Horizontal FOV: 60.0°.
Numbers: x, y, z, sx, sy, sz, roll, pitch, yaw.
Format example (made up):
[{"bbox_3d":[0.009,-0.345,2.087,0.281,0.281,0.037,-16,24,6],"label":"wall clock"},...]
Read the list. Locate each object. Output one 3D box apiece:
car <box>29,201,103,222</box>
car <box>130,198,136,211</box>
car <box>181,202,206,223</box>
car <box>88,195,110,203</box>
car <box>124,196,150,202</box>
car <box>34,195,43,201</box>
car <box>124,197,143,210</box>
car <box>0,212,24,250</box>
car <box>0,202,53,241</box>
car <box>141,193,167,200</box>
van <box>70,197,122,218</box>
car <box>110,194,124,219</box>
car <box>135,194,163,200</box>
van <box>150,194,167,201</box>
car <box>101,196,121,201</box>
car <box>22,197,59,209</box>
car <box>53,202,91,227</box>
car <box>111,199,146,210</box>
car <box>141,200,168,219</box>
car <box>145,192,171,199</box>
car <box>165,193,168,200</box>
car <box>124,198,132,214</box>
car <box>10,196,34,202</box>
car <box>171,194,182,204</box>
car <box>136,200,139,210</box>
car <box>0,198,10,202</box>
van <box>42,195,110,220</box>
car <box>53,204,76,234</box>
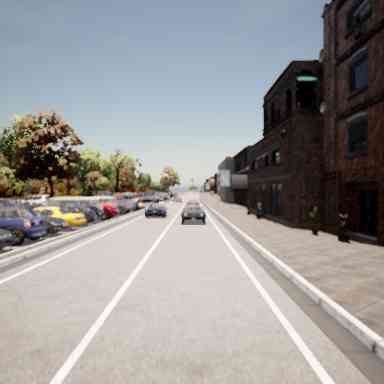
[{"bbox_3d":[-9.350,1.652,23.936,4.892,1.521,2.231,0,0,0],"label":"car"},{"bbox_3d":[-9.263,1.747,37.852,4.792,1.488,2.163,0,0,0],"label":"car"},{"bbox_3d":[0.125,1.743,27.069,1.895,1.301,4.718,0,0,0],"label":"car"},{"bbox_3d":[-21.830,1.572,77.887,4.553,1.767,2.185,0,0,0],"label":"car"},{"bbox_3d":[-9.068,1.753,46.200,5.366,1.575,1.946,0,0,0],"label":"car"},{"bbox_3d":[-22.378,1.616,43.355,4.553,1.767,2.185,0,0,0],"label":"car"},{"bbox_3d":[-9.296,1.773,43.418,4.792,1.488,2.163,0,0,0],"label":"car"},{"bbox_3d":[-9.411,1.634,12.802,4.674,1.452,2.002,0,0,0],"label":"car"},{"bbox_3d":[-9.364,1.484,15.586,4.553,1.767,2.185,0,0,0],"label":"car"},{"bbox_3d":[-9.447,1.704,80.658,5.366,1.575,1.946,0,0,0],"label":"car"},{"bbox_3d":[-9.202,1.465,32.162,4.442,1.987,1.878,0,0,0],"label":"van"},{"bbox_3d":[-9.303,1.427,29.503,5.566,2.045,2.435,0,0,0],"label":"car"},{"bbox_3d":[-9.353,1.713,72.179,4.792,1.488,2.163,0,0,0],"label":"car"},{"bbox_3d":[-9.295,1.513,91.960,4.442,1.987,1.878,0,0,0],"label":"van"},{"bbox_3d":[-21.748,1.759,89.057,4.792,1.488,2.163,0,0,0],"label":"car"},{"bbox_3d":[-22.289,1.643,49.051,4.553,1.767,2.185,0,0,0],"label":"car"},{"bbox_3d":[-9.555,1.634,21.154,5.366,1.575,1.946,0,0,0],"label":"car"},{"bbox_3d":[-9.256,1.809,48.843,4.674,1.452,2.002,-1,0,1],"label":"car"},{"bbox_3d":[-3.319,1.762,31.536,1.895,1.301,4.718,0,0,0],"label":"car"},{"bbox_3d":[-9.171,1.479,89.134,5.566,2.045,2.435,0,0,0],"label":"car"},{"bbox_3d":[-9.236,1.715,83.483,5.008,1.535,2.097,0,0,0],"label":"car"},{"bbox_3d":[-9.299,1.705,35.068,4.892,1.521,2.231,0,0,0],"label":"car"},{"bbox_3d":[-22.391,1.603,40.571,4.553,1.767,2.185,0,0,0],"label":"car"},{"bbox_3d":[-3.170,1.788,73.867,1.812,1.442,4.674,0,0,0],"label":"car"},{"bbox_3d":[-9.282,1.770,40.635,4.674,1.452,2.002,0,0,0],"label":"car"},{"bbox_3d":[-22.353,1.578,35.125,4.553,1.767,2.185,0,0,0],"label":"car"},{"bbox_3d":[-9.227,1.439,26.720,4.442,1.987,1.878,0,0,0],"label":"van"},{"bbox_3d":[-9.389,1.624,18.370,4.892,1.521,2.231,0,0,0],"label":"car"}]
